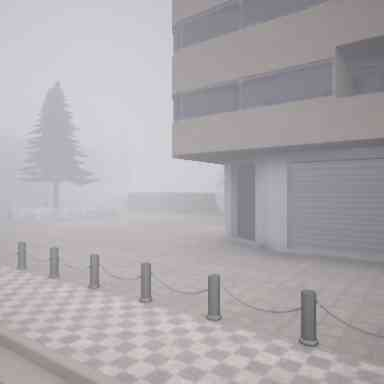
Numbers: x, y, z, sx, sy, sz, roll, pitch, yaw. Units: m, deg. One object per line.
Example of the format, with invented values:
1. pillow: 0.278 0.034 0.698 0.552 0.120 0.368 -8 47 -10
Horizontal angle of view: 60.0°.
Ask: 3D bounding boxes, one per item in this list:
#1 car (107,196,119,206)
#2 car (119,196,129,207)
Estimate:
1. car: -11.297 1.365 53.511 2.097 1.767 4.553 0 0 36
2. car: -8.436 1.484 51.495 1.882 1.535 5.008 0 0 36
